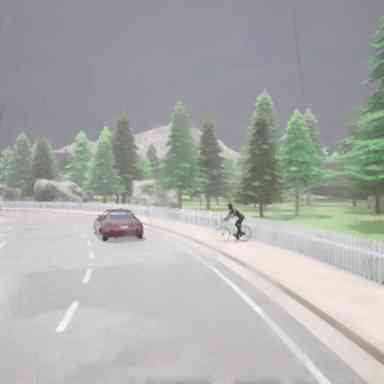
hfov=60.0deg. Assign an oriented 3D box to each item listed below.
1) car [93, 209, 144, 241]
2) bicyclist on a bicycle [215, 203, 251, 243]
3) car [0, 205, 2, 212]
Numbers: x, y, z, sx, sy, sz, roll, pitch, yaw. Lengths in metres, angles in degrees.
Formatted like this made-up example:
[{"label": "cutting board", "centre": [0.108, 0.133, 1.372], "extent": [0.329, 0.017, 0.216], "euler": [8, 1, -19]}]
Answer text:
[{"label": "car", "centre": [-3.841, 1.570, 17.012], "extent": [1.994, 1.385, 4.181], "euler": [0, 0, -22]}, {"label": "bicyclist on a bicycle", "centre": [1.727, 1.287, 13.831], "extent": [1.656, 1.620, 0.582], "euler": [-1, 0, -17]}, {"label": "car", "centre": [-20.749, 1.556, 33.041], "extent": [4.902, 1.511, 2.128], "euler": [0, 0, 37]}]
